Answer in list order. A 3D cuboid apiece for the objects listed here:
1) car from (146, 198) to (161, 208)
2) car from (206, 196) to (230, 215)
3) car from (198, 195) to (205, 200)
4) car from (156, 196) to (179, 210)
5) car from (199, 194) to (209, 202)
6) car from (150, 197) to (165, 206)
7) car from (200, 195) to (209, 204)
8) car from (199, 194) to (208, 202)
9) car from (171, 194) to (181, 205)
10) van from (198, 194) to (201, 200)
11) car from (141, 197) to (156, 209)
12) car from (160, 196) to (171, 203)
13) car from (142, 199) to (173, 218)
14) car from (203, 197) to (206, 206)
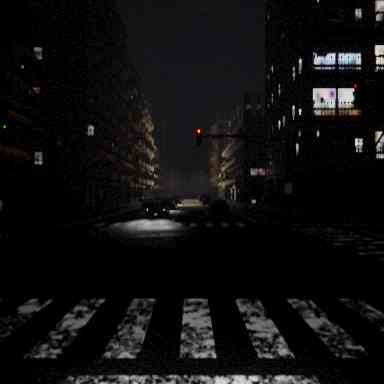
[{"bbox_3d":[-5.697,1.578,49.811,1.802,1.307,4.206,0,0,0],"label":"car"},{"bbox_3d":[2.687,1.436,33.209,1.967,1.590,4.097,0,0,0],"label":"car"},{"bbox_3d":[2.674,1.556,94.086,1.887,1.381,4.507,0,0,0],"label":"car"},{"bbox_3d":[-3.100,1.559,42.121,1.994,1.385,4.181,0,0,0],"label":"car"},{"bbox_3d":[2.678,1.319,77.483,2.192,1.841,5.009,0,0,0],"label":"car"},{"bbox_3d":[-5.699,1.562,55.346,1.947,1.339,4.313,0,0,0],"label":"car"},{"bbox_3d":[2.682,1.578,55.347,1.802,1.307,4.206,0,0,0],"label":"car"},{"bbox_3d":[2.681,1.579,60.881,1.802,1.307,4.206,0,0,0],"label":"car"},{"bbox_3d":[-3.059,1.349,60.005,2.097,1.767,4.553,0,0,1],"label":"car"},{"bbox_3d":[2.680,1.340,66.415,1.690,1.788,3.998,0,0,0],"label":"van"},{"bbox_3d":[-5.697,1.546,44.277,2.008,1.369,4.403,0,0,0],"label":"car"},{"bbox_3d":[-5.702,1.546,71.948,1.887,1.381,4.507,0,0,0],"label":"car"},{"bbox_3d":[-3.104,1.597,30.579,1.895,1.301,4.718,0,0,0],"label":"car"},{"bbox_3d":[2.685,1.546,38.743,2.008,1.369,4.403,0,0,0],"label":"car"}]
